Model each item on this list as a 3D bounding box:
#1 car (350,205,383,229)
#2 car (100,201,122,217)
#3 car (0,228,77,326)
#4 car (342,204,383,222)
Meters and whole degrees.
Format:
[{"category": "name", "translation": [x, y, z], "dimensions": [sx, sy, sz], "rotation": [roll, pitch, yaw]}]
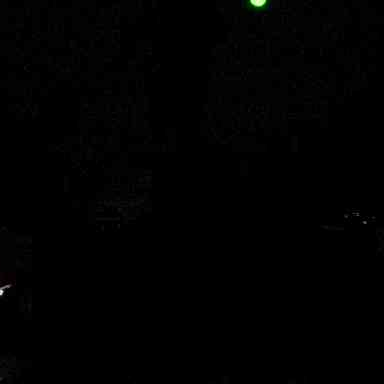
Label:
[{"category": "car", "translation": [13.464, 1.728, 22.217], "dimensions": [4.718, 1.301, 1.895], "rotation": [1, 0, -12]}, {"category": "car", "translation": [-7.985, 1.604, 33.031], "dimensions": [1.882, 1.535, 5.008], "rotation": [0, 0, -13]}, {"category": "car", "translation": [-3.886, 1.581, 7.276], "dimensions": [1.812, 1.442, 4.674], "rotation": [0, 0, -4]}, {"category": "car", "translation": [14.190, 1.655, 25.937], "dimensions": [4.902, 1.511, 2.128], "rotation": [1, 0, -12]}]
